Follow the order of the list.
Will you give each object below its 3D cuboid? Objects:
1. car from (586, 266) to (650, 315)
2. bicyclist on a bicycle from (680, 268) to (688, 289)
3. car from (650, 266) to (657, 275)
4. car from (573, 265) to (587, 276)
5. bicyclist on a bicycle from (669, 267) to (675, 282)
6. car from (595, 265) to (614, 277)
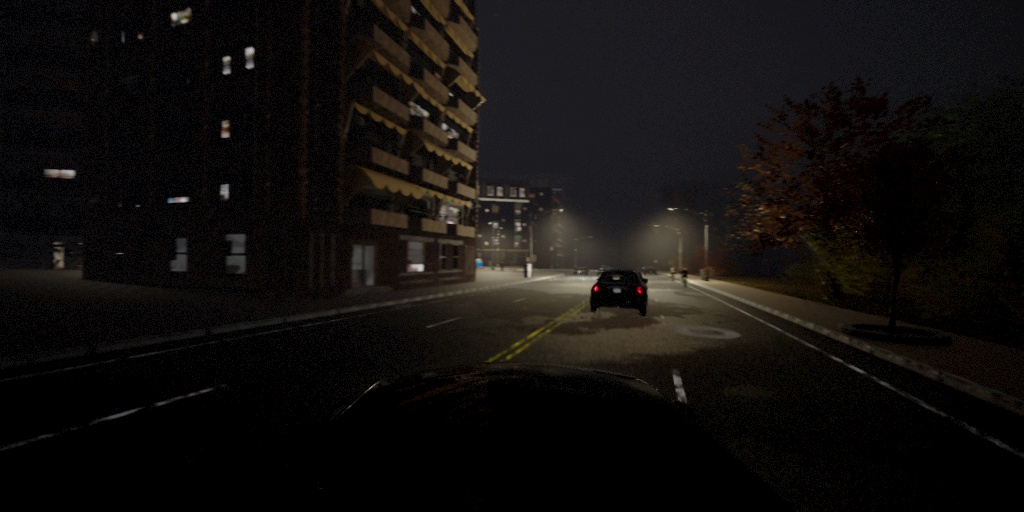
[{"bbox_3d":[4.674,1.359,15.393,2.097,1.767,4.553,1,-1,20],"label":"car"},{"bbox_3d":[13.574,1.771,28.227,0.582,1.620,1.656,1,-1,19],"label":"bicyclist on a bicycle"},{"bbox_3d":[22.442,2.328,58.492,1.882,1.535,5.008,1,-1,17],"label":"car"},{"bbox_3d":[9.758,2.050,50.617,2.128,1.511,4.902,1,-1,16],"label":"car"},{"bbox_3d":[16.488,1.929,36.832,0.582,1.620,1.656,1,-1,18],"label":"bicyclist on a bicycle"},{"bbox_3d":[12.878,2.085,49.731,2.128,1.511,4.902,1,-1,18],"label":"car"}]
